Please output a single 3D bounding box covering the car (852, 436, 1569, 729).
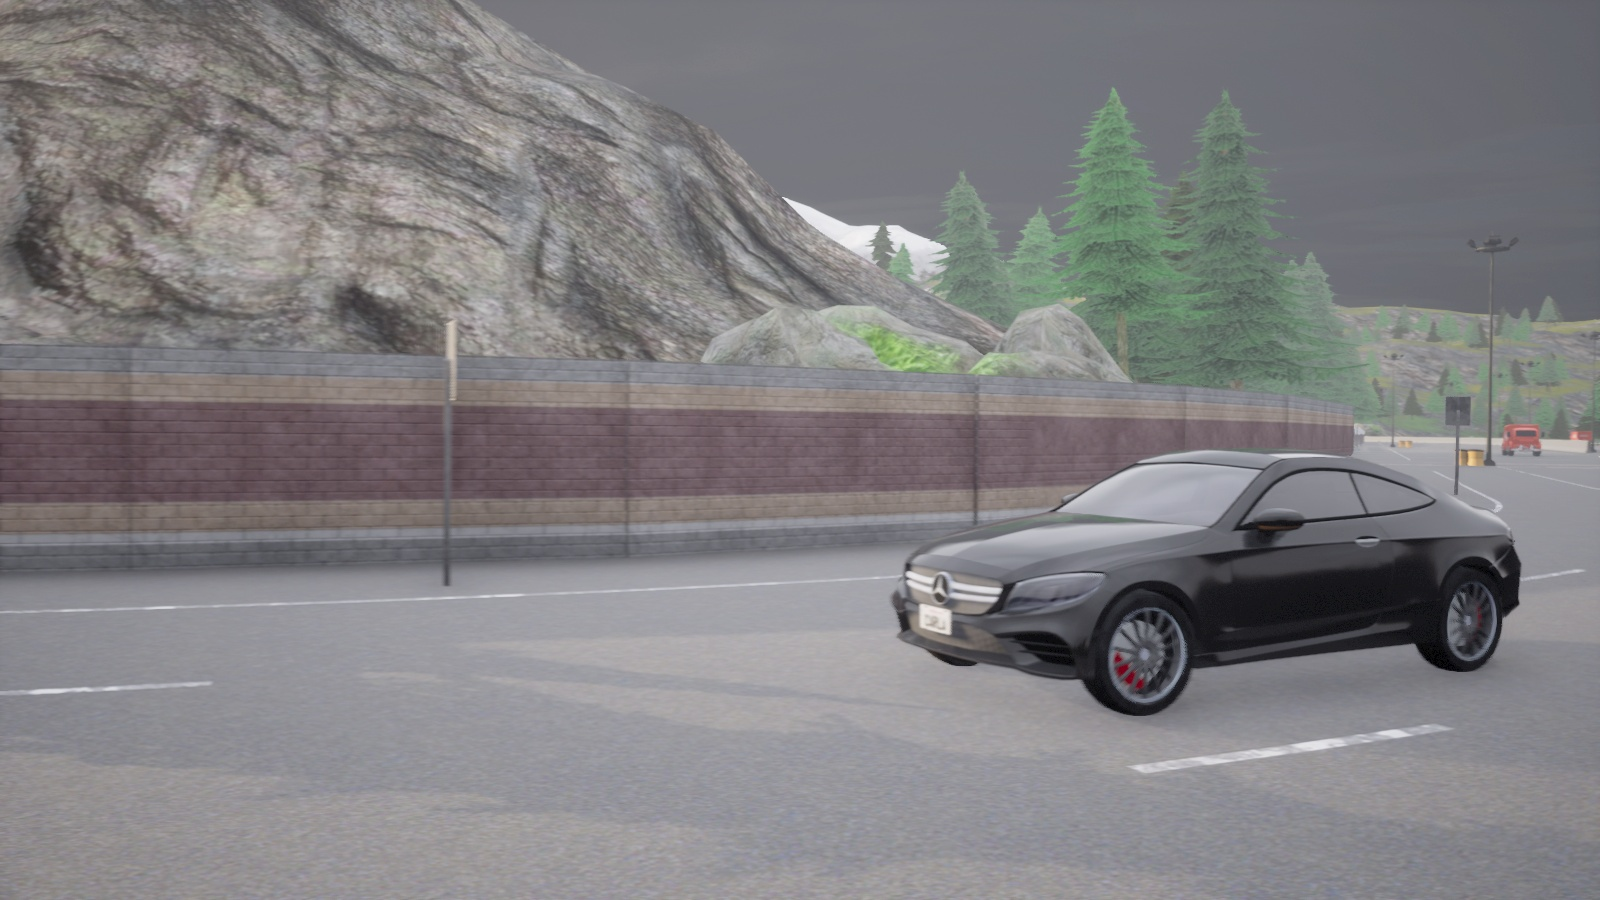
[{"bbox_3d":[2.822,0.656,8.333,4.674,1.442,1.812,-1,1,-29],"label":"car"}]
